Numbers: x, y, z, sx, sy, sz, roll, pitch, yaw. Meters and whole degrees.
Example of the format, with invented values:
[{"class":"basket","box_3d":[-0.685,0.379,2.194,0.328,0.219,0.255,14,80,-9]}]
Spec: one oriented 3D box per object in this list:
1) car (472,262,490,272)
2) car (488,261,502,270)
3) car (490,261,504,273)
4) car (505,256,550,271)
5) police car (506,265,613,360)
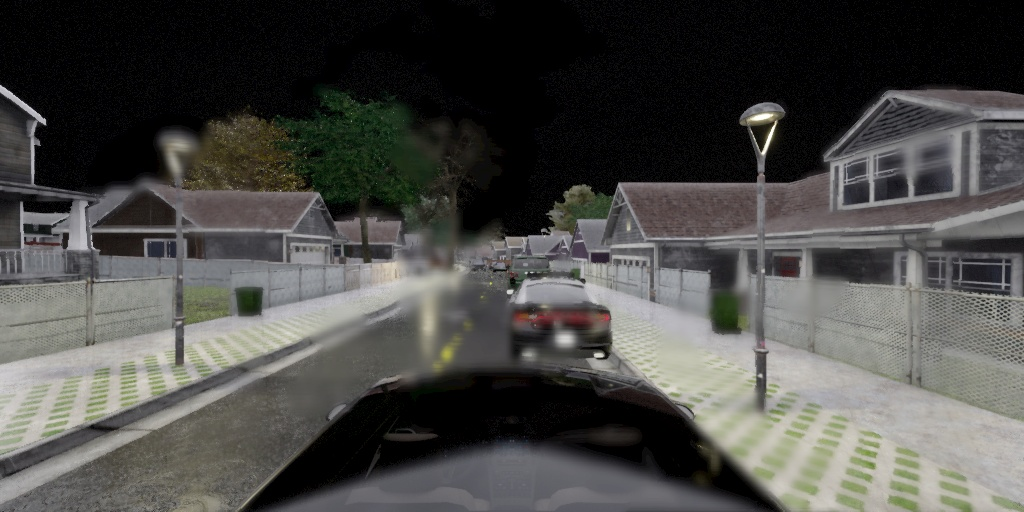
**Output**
[{"class":"car","box_3d":[-4.551,1.488,50.201,2.033,1.411,5.357,0,-1,-5]},{"class":"car","box_3d":[-2.944,1.594,61.334,2.033,1.411,5.357,0,-1,-8]},{"class":"car","box_3d":[-1.507,1.475,47.472,1.994,1.385,4.181,0,0,-4]},{"class":"car","box_3d":[0.847,1.000,18.479,2.150,2.045,5.566,0,0,-1]},{"class":"police car","box_3d":[0.899,1.180,8.505,1.930,1.638,5.238,0,0,0]}]
